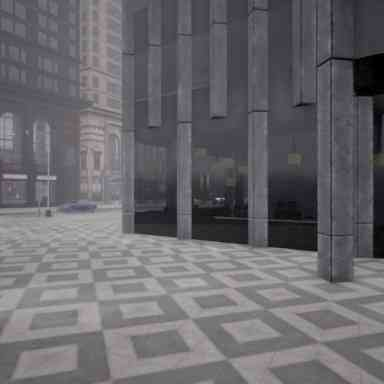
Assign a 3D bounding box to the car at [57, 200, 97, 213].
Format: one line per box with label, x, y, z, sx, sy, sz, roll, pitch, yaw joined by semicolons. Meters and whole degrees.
car;-13.080;1.601;38.133;1.812;1.442;4.674;0;0;35
